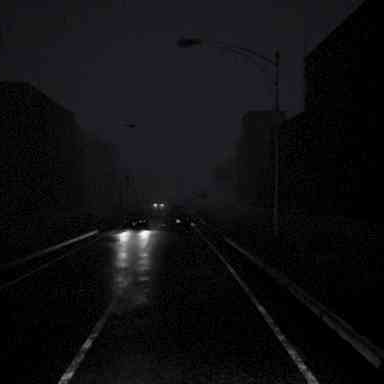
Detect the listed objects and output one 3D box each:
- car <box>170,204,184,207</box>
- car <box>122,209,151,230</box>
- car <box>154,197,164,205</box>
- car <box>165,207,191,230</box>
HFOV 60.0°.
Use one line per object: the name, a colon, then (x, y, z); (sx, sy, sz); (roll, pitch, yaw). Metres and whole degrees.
car: (-2.014, 2.214, 41.480); (1.837, 1.490, 4.892); (0, 0, -3)
car: (-4.328, 2.104, 26.398); (1.837, 1.490, 4.892); (0, -1, -3)
car: (-6.620, 1.694, 66.942); (2.033, 1.411, 5.357); (0, 2, -3)
car: (-1.117, 2.141, 26.155); (1.994, 1.385, 4.181); (0, -1, -3)
